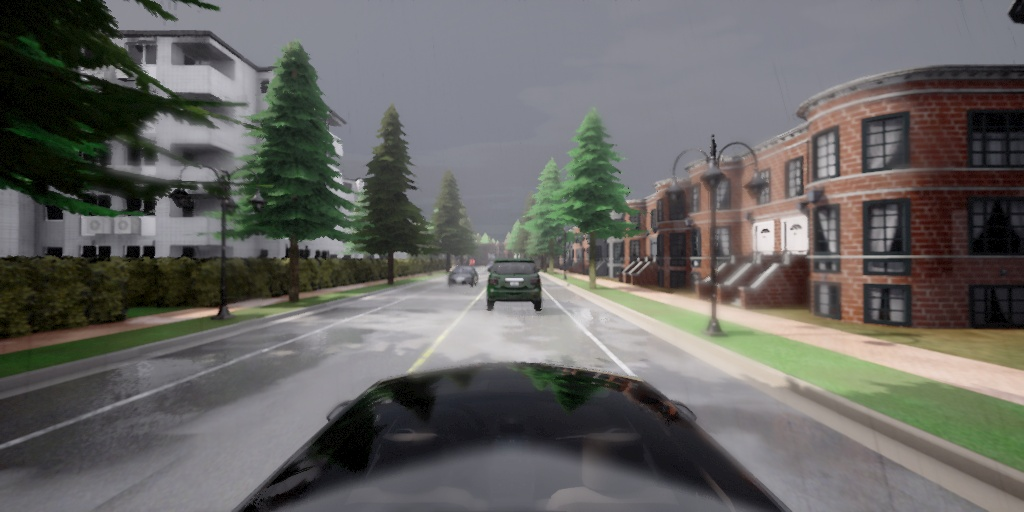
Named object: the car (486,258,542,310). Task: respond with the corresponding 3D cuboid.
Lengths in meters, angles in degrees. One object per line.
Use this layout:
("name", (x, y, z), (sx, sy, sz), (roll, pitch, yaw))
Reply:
("car", (0.095, 1.116, 15.752), (2.150, 2.045, 5.566), (0, 0, 0))

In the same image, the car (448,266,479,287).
("car", (-3.598, 1.497, 26.986), (2.128, 1.511, 4.902), (0, -1, 0))
